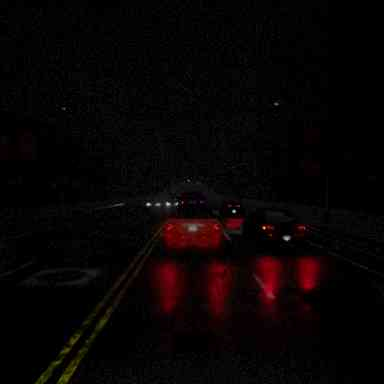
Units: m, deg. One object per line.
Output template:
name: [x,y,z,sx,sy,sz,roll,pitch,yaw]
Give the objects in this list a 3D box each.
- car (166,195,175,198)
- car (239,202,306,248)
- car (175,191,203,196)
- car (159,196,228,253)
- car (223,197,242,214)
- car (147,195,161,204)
car: [-3.302,1.211,57.635,1.837,1.490,4.892,0,0,0]
car: [3.304,1.373,13.827,1.812,1.442,4.674,0,1,0]
car: [0.041,0.940,27.022,2.150,2.045,5.566,0,1,1]
car: [0.049,1.207,13.063,2.097,1.767,4.553,0,1,0]
car: [3.301,1.213,28.234,1.837,1.490,4.892,0,1,0]
car: [-6.551,1.184,57.615,1.882,1.535,5.008,0,0,0]
